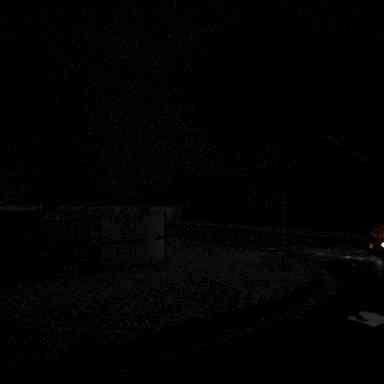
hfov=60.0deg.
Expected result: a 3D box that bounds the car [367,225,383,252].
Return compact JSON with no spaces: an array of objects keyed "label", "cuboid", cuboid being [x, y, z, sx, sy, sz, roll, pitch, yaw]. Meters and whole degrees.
[{"label":"car","cuboid":[9.239,1.474,12.661,4.553,1.767,2.097,-2,-3,11]}]

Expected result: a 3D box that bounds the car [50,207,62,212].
[{"label":"car","cuboid":[-19.386,2.824,46.306,1.837,1.490,4.892,1,-2,-39]}]
